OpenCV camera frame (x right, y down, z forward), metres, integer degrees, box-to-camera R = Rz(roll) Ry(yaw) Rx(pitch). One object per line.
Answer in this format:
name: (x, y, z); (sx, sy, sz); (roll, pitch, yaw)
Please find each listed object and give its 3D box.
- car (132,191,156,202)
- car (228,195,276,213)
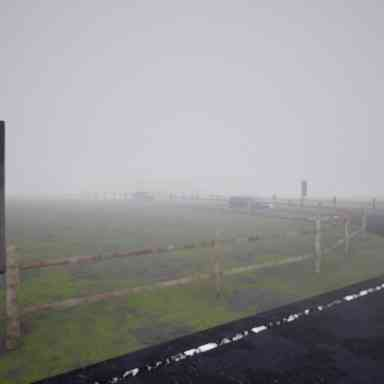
car: (-6.921, 0.636, 47.789); (1.882, 1.535, 5.008); (0, 1, -35)
car: (5.429, 1.033, 30.440); (2.128, 1.511, 4.902); (0, 1, -35)
